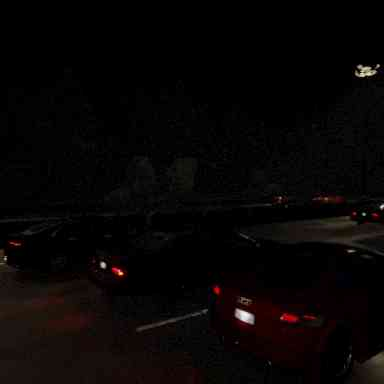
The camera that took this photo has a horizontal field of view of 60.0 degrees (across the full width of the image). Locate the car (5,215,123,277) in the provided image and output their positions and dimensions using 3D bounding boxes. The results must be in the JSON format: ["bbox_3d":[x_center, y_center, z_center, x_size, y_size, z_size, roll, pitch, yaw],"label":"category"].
[{"bbox_3d":[-2.952,1.484,10.240,4.892,1.490,1.837,-1,0,-36],"label":"car"}]

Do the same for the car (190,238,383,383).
[{"bbox_3d":[2.297,1.532,5.386,4.181,1.385,1.994,-1,0,-35],"label":"car"}]

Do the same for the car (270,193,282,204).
[{"bbox_3d":[13.322,0.868,47.866,4.553,1.767,2.097,-1,1,-35],"label":"car"}]

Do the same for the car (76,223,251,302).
[{"bbox_3d":[0.231,1.516,8.210,5.357,1.411,2.033,-1,0,-35],"label":"car"}]

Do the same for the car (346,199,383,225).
[{"bbox_3d":[12.166,1.337,21.024,5.357,1.411,2.033,-1,1,-35],"label":"car"}]

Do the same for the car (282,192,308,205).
[{"bbox_3d":[15.039,1.072,44.801,5.357,1.411,2.033,-1,1,-35],"label":"car"}]

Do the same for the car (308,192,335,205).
[{"bbox_3d":[17.279,0.871,42.097,4.553,1.767,2.097,-1,1,-35],"label":"car"}]

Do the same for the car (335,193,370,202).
[{"bbox_3d":[19.317,1.045,39.251,4.674,1.442,1.812,-1,1,-36],"label":"car"}]
